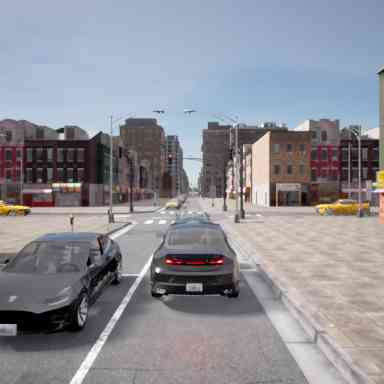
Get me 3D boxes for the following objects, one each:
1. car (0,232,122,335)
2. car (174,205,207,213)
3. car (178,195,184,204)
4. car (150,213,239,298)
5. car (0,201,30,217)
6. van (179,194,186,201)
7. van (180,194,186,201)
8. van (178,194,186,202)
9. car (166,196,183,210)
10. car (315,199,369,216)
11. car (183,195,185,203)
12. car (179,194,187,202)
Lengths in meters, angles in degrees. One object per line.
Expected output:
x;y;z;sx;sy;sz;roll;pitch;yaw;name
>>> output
-2.623;1.567;6.858;1.947;1.339;4.313;0;0;0;car
0.054;1.608;17.747;1.895;1.301;4.718;0;0;1;car
-2.561;1.604;50.233;1.887;1.381;4.507;0;0;0;car
0.083;1.507;8.536;1.837;1.490;4.892;0;0;1;car
-17.035;1.517;29.555;5.008;1.535;1.882;0;0;0;car
-2.504;1.529;89.471;1.690;1.788;3.998;0;0;0;van
-2.496;1.551;95.077;1.690;1.788;3.998;0;0;0;van
-2.512;1.507;83.866;1.690;1.788;3.998;0;0;0;van
-2.569;1.571;44.458;1.752;1.417;4.829;0;0;0;car
14.616;1.480;32.413;5.008;1.535;1.882;0;0;0;car
-2.553;1.655;55.838;1.802;1.307;4.206;0;0;0;car
-2.537;1.547;67.049;1.967;1.590;4.097;0;0;0;car
